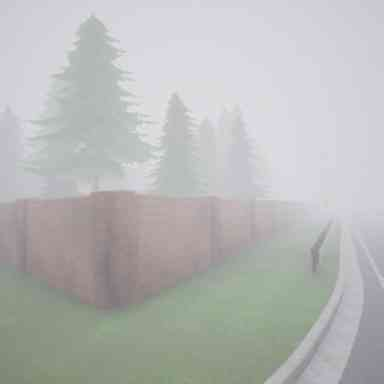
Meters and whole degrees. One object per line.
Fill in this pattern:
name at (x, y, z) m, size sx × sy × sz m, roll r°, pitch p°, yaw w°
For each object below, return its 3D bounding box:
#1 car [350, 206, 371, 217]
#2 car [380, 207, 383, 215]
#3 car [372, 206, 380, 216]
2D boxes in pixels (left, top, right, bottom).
car at (29.458, 3.545, 58.208) m, size 2.128 × 1.511 × 4.902 m, roll -2°, pitch -3°, yaw 24°
car at (27.797, 3.019, 45.834) m, size 2.128 × 1.511 × 4.902 m, roll -2°, pitch -3°, yaw 24°
car at (33.251, 3.498, 58.120) m, size 1.812 × 1.442 × 4.674 m, roll -2°, pitch -3°, yaw 24°
